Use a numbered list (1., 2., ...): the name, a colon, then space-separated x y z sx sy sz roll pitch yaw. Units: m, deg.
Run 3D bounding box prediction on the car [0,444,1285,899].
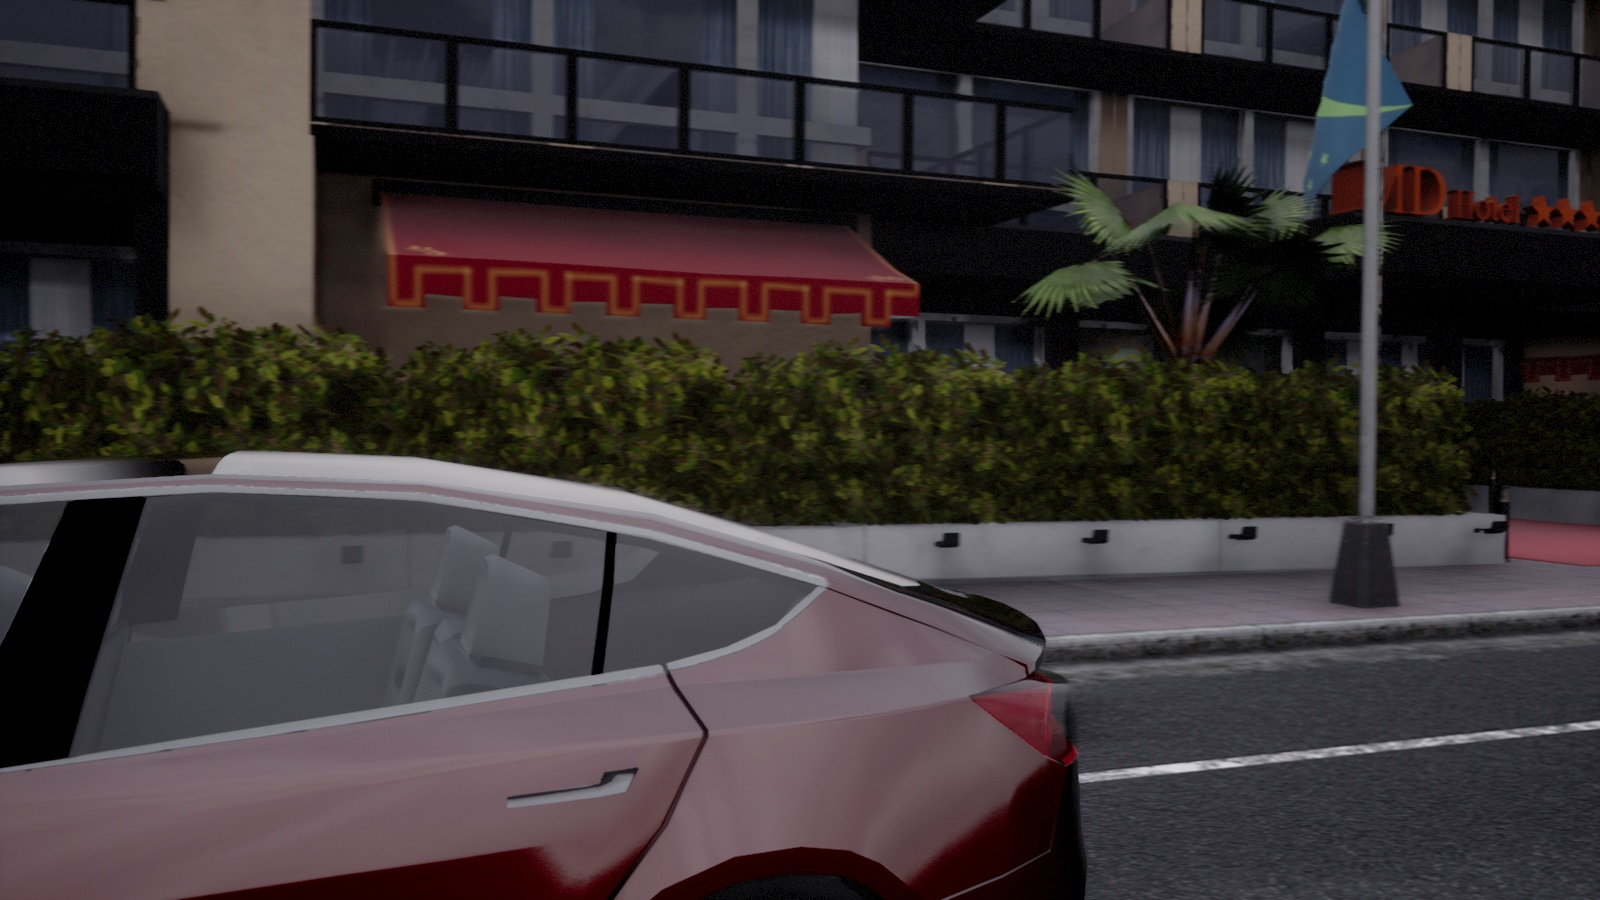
1. car: -1.683 0.774 2.600 4.792 1.488 2.163 -1 1 -21
